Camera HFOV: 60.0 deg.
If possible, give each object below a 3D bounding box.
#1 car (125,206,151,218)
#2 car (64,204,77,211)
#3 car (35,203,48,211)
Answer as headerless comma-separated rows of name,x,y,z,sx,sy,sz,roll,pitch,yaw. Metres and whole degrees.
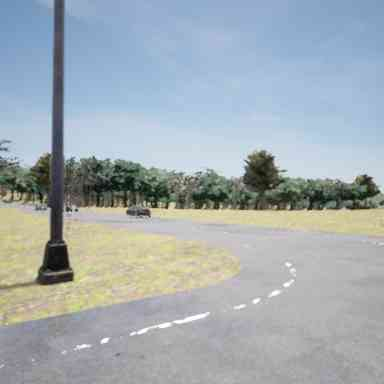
car,-7.031,2.554,43.045,1.837,1.490,4.892,4,-3,-36
car,-24.809,3.137,67.742,1.812,1.442,4.674,4,-3,-36
car,-27.274,2.732,60.357,2.128,1.511,4.902,3,-3,-30
